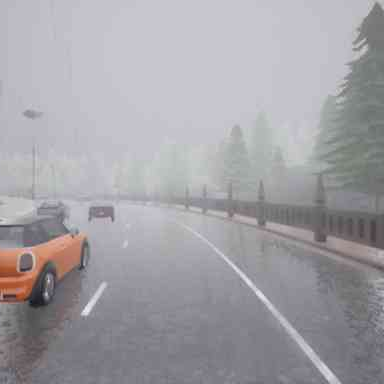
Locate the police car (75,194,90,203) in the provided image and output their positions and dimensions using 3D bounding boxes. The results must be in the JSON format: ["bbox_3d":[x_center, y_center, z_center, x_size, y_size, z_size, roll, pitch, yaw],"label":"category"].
[{"bbox_3d":[-21.838,1.224,66.622,1.930,1.638,5.238,0,0,-38],"label":"police car"}]

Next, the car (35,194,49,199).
[{"bbox_3d":[-36.461,1.208,80.737,4.674,1.442,1.812,0,0,42],"label":"car"}]

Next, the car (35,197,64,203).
[{"bbox_3d":[-10.497,1.422,25.323,2.128,1.511,4.902,0,0,-14],"label":"car"}]

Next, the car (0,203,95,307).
[{"bbox_3d":[-3.949,1.332,8.005,2.097,1.767,4.553,0,0,-5],"label":"car"}]

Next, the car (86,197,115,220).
[{"bbox_3d":[-7.247,1.392,26.698,1.882,1.535,5.008,0,0,-15],"label":"car"}]
